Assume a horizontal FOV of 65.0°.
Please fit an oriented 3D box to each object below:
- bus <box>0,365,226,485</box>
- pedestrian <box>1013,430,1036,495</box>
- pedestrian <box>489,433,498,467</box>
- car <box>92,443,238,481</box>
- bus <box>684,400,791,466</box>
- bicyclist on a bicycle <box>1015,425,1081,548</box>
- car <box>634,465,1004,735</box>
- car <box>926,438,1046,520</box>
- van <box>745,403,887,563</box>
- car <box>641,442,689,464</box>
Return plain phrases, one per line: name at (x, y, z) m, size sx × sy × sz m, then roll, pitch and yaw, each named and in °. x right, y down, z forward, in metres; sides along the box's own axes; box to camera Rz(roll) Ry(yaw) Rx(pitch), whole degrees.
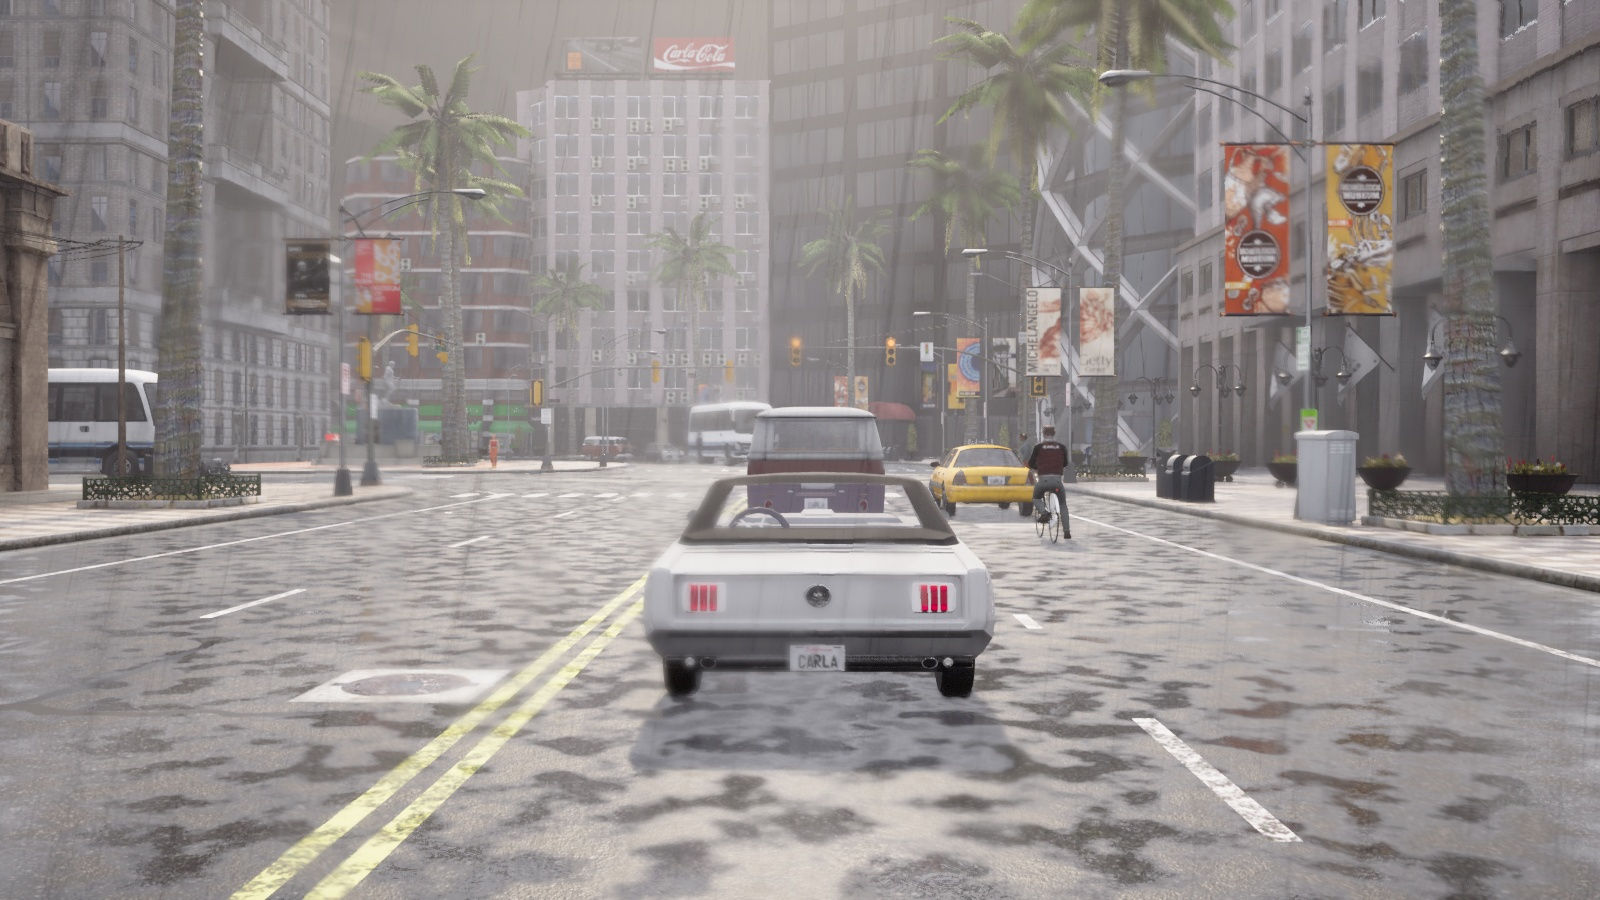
bus at (-27.301, -0.914, 46.485) m, size 10.273 × 4.253 × 3.944 m, roll 0°, pitch 0°, yaw 0°
pedestrian at (6.454, 0.352, 36.129) m, size 0.614 × 1.847 × 0.353 m, roll 0°, pitch 0°, yaw 18°
pedestrian at (-16.439, 0.010, 67.407) m, size 0.345 × 1.836 × 0.594 m, roll 0°, pitch 0°, yaw 0°
car at (-25.251, 0.449, 49.998) m, size 4.892 × 1.490 × 1.837 m, roll 0°, pitch 0°, yaw 1°
bus at (-4.462, -1.120, 86.380) m, size 3.944 × 4.253 × 10.273 m, roll 0°, pitch 0°, yaw -23°
bicyclist on a bicycle at (3.738, 0.512, 19.057) m, size 0.659 × 1.776 × 1.843 m, roll 0°, pitch 1°, yaw 1°
car at (0.125, 0.797, 8.803) m, size 1.895 × 1.301 × 4.718 m, roll 0°, pitch 0°, yaw 1°
car at (3.818, 0.538, 26.653) m, size 1.801 × 1.575 × 5.366 m, roll 0°, pitch 0°, yaw 1°
van at (0.224, 0.399, 17.841) m, size 1.775 × 1.987 × 4.442 m, roll 0°, pitch 0°, yaw 1°
car at (-9.627, 0.200, 89.291) m, size 1.970 × 1.475 × 3.806 m, roll 0°, pitch 0°, yaw -30°
